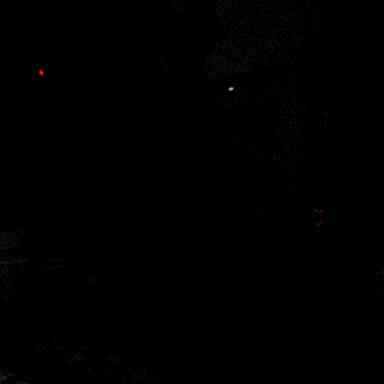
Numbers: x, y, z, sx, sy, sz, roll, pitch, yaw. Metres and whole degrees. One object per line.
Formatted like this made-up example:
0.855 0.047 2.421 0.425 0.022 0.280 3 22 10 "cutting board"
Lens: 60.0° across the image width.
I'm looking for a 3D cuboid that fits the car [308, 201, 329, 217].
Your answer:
12.252 1.463 30.853 1.837 1.490 4.892 -1 0 35 "car"
